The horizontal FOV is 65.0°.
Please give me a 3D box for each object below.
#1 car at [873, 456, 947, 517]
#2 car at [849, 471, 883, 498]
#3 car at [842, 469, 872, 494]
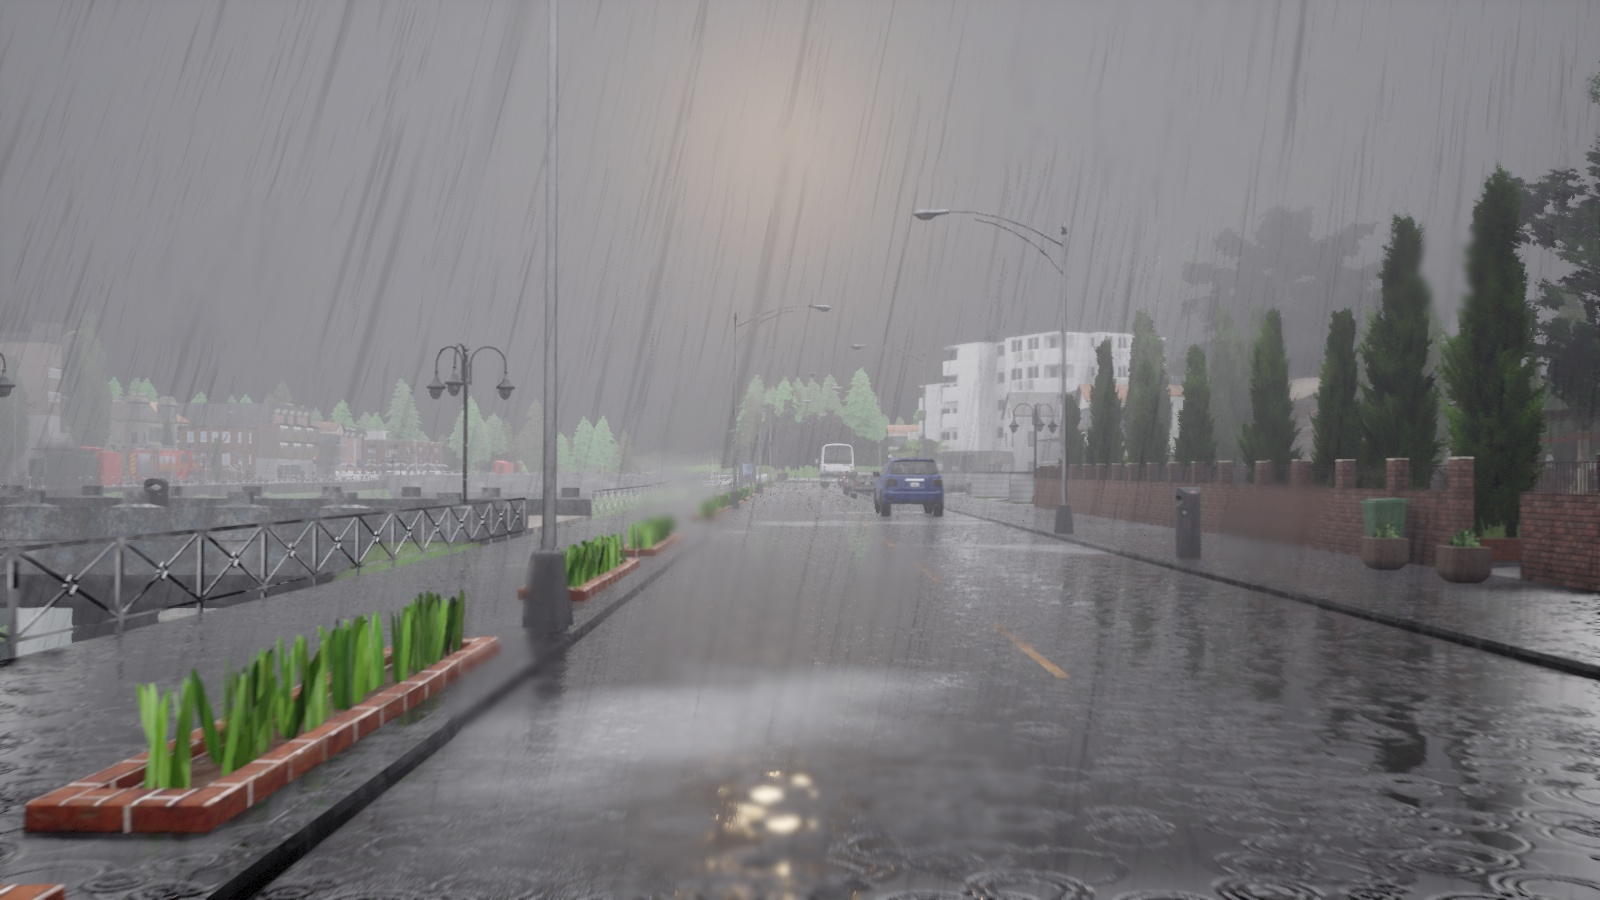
[{"bbox_3d":[3.892,1.278,45.377,2.150,2.045,5.566,0,-1,0],"label":"car"},{"bbox_3d":[3.828,2.002,73.097,1.789,1.549,3.705,0,-1,0],"label":"car"},{"bbox_3d":[3.802,2.107,84.192,1.851,1.617,3.988,0,-1,0],"label":"car"}]
